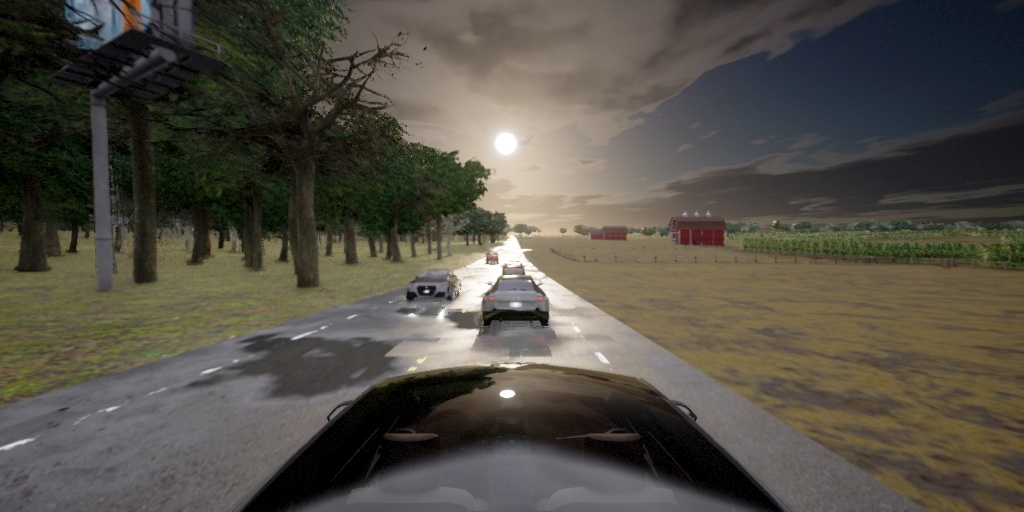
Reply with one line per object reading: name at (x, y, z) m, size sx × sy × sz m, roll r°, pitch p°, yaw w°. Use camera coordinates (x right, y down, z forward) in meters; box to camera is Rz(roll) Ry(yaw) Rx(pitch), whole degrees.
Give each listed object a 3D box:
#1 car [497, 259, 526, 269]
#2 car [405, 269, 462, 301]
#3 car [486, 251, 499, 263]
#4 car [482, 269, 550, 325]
car at (0.119, 1.178, 29.317) m, size 2.128 × 1.511 × 4.902 m, roll 0°, pitch 0°, yaw 0°
car at (-3.587, 1.300, 17.049) m, size 1.994 × 1.385 × 4.181 m, roll 0°, pitch 0°, yaw 0°
car at (-3.460, 0.167, 64.376) m, size 2.150 × 2.045 × 5.566 m, roll 0°, pitch 2°, yaw 0°
car at (0.107, 1.305, 11.800) m, size 1.994 × 1.385 × 4.181 m, roll 0°, pitch 0°, yaw 0°
